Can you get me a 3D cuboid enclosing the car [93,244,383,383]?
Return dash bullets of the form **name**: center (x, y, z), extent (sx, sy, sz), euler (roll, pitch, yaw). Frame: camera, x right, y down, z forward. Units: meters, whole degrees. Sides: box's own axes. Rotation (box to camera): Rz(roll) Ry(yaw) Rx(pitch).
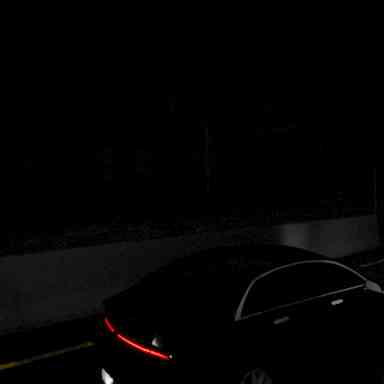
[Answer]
- **car**: center (1.165, 1.502, 4.584), extent (4.892, 1.490, 1.837), euler (-1, 1, -35)
